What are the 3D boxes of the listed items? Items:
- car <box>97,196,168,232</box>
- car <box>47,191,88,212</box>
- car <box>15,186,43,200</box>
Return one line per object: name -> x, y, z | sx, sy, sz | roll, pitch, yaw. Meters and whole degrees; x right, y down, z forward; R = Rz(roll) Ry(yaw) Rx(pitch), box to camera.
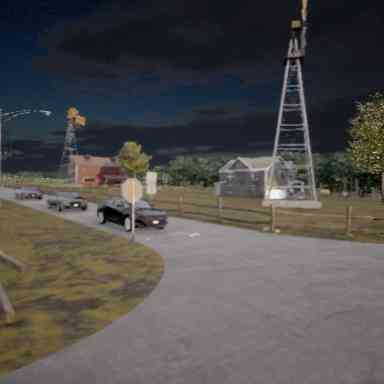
car -> -3.077, 0.952, 16.617 | 1.882, 1.535, 5.008 | 1, 2, -37
car -> -9.192, 0.640, 24.489 | 1.994, 1.385, 4.181 | 1, 2, -37
car -> -16.787, 0.111, 34.182 | 1.994, 1.385, 4.181 | 1, 2, -38
